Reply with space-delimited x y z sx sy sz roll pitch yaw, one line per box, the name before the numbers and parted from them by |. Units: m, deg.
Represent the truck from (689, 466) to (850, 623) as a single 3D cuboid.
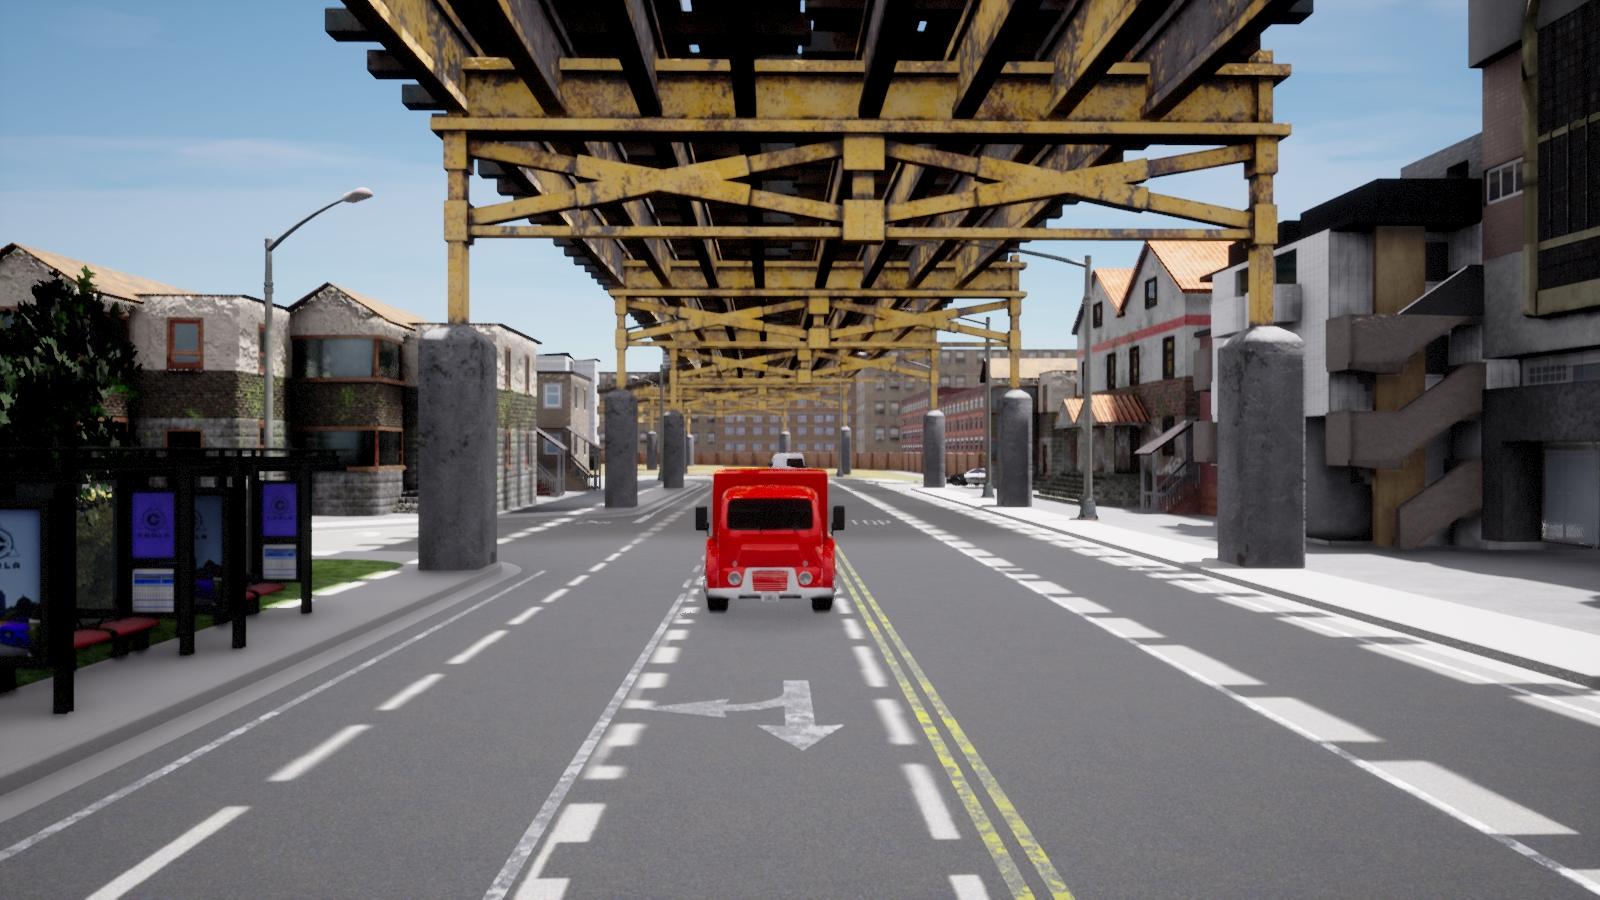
truck | -0.550 1.575 21.218 2.627 2.467 5.204 0 0 -1
